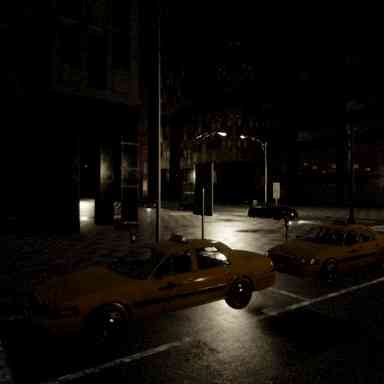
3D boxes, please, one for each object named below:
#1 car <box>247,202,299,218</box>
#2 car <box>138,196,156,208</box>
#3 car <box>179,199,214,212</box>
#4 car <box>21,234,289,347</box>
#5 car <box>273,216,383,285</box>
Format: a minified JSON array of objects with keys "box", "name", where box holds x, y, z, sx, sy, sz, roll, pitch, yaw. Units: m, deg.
[{"box":[6.421,1.509,26.691,1.994,1.385,4.181,0,0,-35],"name":"car"},{"box":[-6.092,1.380,44.101,1.837,1.490,4.892,0,1,-36],"name":"car"},{"box":[0.389,1.439,35.075,1.812,1.442,4.674,0,0,-35],"name":"car"},{"box":[-0.489,1.526,6.290,4.829,1.417,1.752,0,0,-35],"name":"car"},{"box":[4.078,1.526,9.533,4.829,1.417,1.752,0,0,-35],"name":"car"}]
